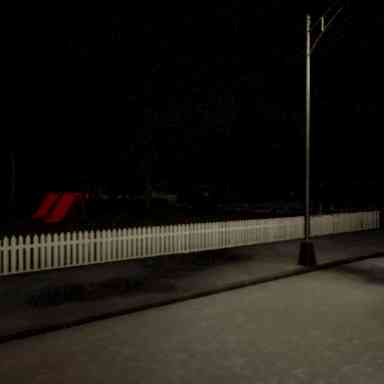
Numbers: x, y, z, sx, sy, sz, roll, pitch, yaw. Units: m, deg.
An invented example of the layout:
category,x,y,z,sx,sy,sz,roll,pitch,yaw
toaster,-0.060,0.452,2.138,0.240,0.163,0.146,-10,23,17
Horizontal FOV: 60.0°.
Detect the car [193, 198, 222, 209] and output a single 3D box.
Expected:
category,x,y,z,sx,sy,sz,roll,pitch,yaw
car,2.105,1.521,45.437,2.128,1.511,4.902,0,0,-36
